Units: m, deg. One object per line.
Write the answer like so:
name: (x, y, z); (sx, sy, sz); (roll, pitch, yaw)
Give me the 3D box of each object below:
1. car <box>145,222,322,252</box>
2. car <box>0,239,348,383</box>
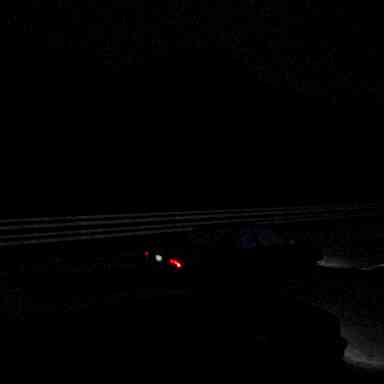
car: (1.285, 1.537, 8.963); (5.357, 1.411, 2.033); (0, 0, -35)
car: (-0.725, 1.546, 3.228); (5.357, 1.411, 2.033); (0, 0, -35)
